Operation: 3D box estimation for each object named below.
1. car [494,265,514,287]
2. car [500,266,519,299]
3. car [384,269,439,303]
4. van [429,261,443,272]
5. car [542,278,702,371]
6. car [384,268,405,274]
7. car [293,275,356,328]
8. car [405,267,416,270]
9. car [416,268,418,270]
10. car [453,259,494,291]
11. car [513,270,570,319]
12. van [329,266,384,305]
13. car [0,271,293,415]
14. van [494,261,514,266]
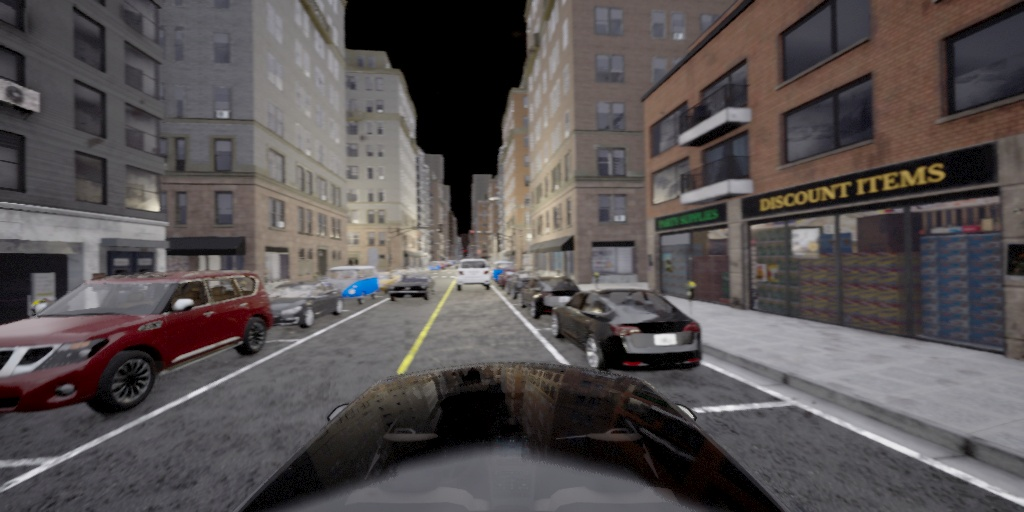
[{"bbox_3d":[-0.004,1.525,24.376,1.802,1.307,4.207,0,0,-7],"label":"car"},{"bbox_3d":[0.693,1.434,18.749,2.007,1.370,4.403,0,0,-7],"label":"car"},{"bbox_3d":[-5.157,1.600,19.008,1.895,1.301,4.718,-1,0,-7],"label":"car"},{"bbox_3d":[-13.196,1.820,61.551,1.690,1.789,3.998,0,0,-7],"label":"van"},{"bbox_3d":[2.086,1.325,7.498,1.948,1.339,4.313,0,0,-7],"label":"car"},{"bbox_3d":[-8.440,1.624,23.143,1.751,1.417,4.829,0,0,-7],"label":"car"},{"bbox_3d":[-7.068,1.527,12.061,2.007,1.370,4.403,0,0,-7],"label":"car"},{"bbox_3d":[-9.137,1.681,28.769,1.751,1.417,4.829,0,0,-7],"label":"car"},{"bbox_3d":[-9.854,1.762,34.562,2.007,1.370,4.403,0,0,-7],"label":"car"},{"bbox_3d":[-2.674,1.219,24.694,2.150,2.045,5.566,-1,0,-7],"label":"car"},{"bbox_3d":[1.390,1.387,13.123,1.948,1.339,4.313,0,0,-7],"label":"car"},{"bbox_3d":[-7.764,1.380,17.686,1.690,1.789,3.998,0,0,-7],"label":"van"},{"bbox_3d":[-6.371,1.230,6.437,2.192,1.841,5.009,0,0,-7],"label":"car"},{"bbox_3d":[-0.701,1.341,30.003,1.690,1.789,3.998,0,0,-7],"label":"van"}]
